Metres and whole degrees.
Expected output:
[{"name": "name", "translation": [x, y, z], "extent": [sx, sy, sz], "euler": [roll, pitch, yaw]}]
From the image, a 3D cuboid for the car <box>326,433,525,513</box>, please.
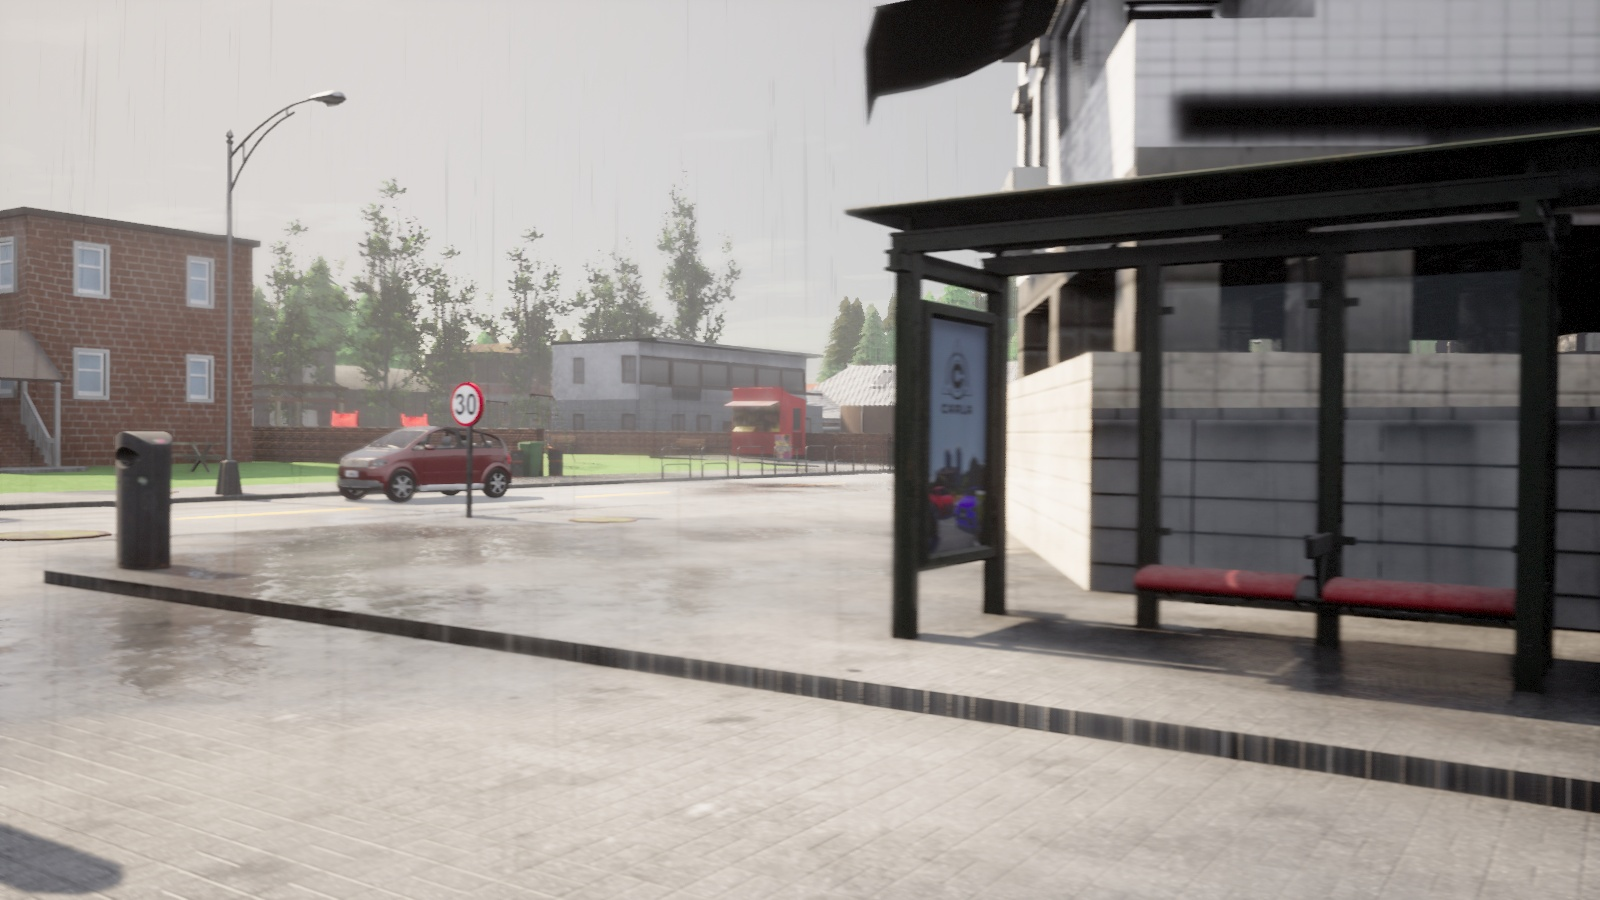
[{"name": "car", "translation": [-7.819, 0.419, 26.489], "extent": [1.789, 1.549, 3.705], "euler": [0, 1, 34]}]
